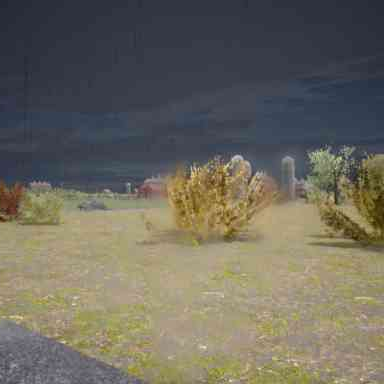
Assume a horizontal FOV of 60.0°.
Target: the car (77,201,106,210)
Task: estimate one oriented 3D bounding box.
[{"bbox_3d":[-14.956,1.971,49.609,1.994,1.385,4.181,-1,-1,36],"label":"car"}]
